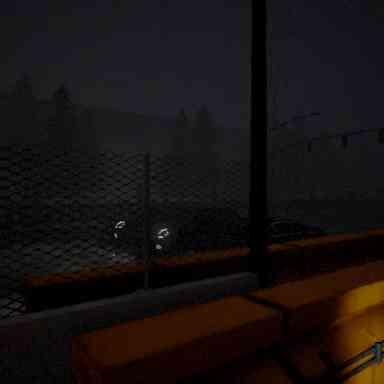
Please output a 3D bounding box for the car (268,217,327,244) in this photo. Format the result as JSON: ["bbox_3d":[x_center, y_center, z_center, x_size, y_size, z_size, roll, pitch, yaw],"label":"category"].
[{"bbox_3d":[1.969,1.500,9.678,4.902,1.511,2.128,0,0,-35],"label":"car"}]
